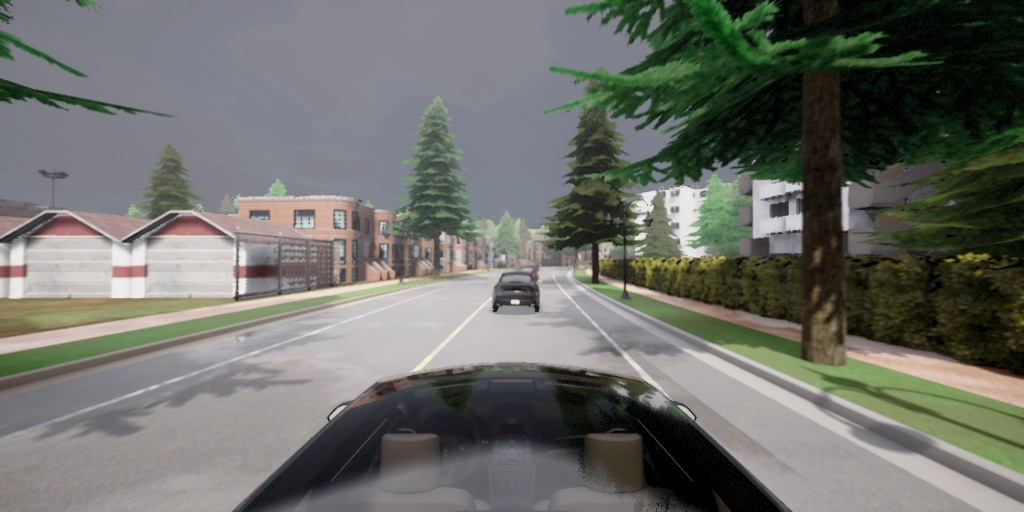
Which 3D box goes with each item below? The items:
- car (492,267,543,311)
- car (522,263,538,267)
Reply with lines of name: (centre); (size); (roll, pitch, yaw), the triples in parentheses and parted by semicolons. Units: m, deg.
car: (0.246, 1.400, 15.242); (1.837, 1.490, 4.892); (0, 0, 3)
car: (1.321, 1.580, 30.503); (1.812, 1.442, 4.674); (0, 0, 6)
